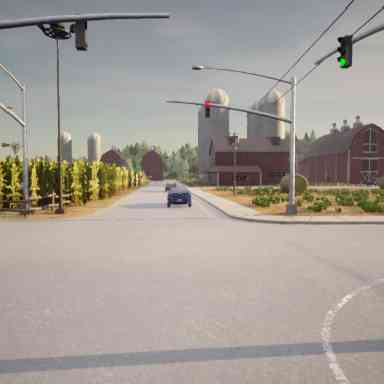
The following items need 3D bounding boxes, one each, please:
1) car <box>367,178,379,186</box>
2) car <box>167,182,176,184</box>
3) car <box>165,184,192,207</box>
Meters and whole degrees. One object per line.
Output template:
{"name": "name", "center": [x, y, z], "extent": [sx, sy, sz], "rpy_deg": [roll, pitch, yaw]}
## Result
{"name": "car", "center": [42.378, -2.329, 77.516], "extent": [1.905, 1.878, 3.866], "rpy_deg": [10, 10, 41]}
{"name": "car", "center": [-3.335, -0.811, 52.831], "extent": [2.128, 1.511, 4.902], "rpy_deg": [0, 3, -5]}
{"name": "car", "center": [-1.109, 0.346, 27.600], "extent": [1.882, 1.535, 5.008], "rpy_deg": [0, 3, -5]}
